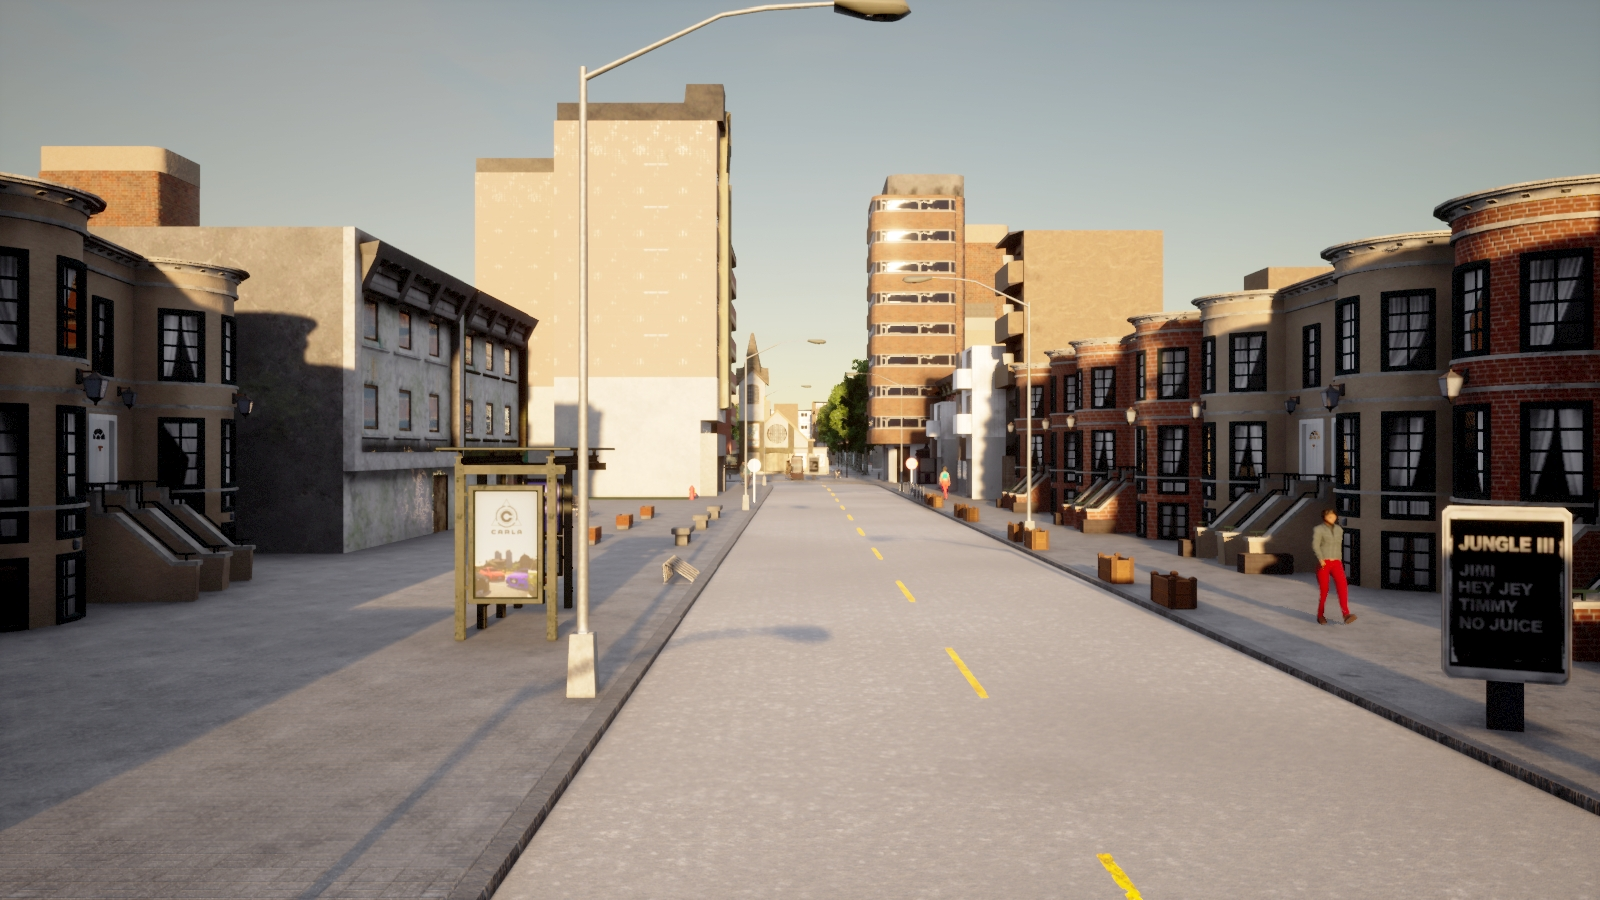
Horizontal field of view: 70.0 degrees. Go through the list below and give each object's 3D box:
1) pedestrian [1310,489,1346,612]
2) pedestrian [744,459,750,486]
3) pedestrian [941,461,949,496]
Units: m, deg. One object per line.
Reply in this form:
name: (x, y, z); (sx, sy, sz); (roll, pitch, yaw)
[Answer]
pedestrian: (8.071, 1.525, 17.469); (0.375, 1.860, 0.375); (0, 0, 0)
pedestrian: (-3.595, 1.526, 77.490); (0.375, 1.860, 0.375); (0, 0, 2)
pedestrian: (7.783, 1.525, 61.214); (0.375, 1.860, 0.375); (0, 0, -2)
